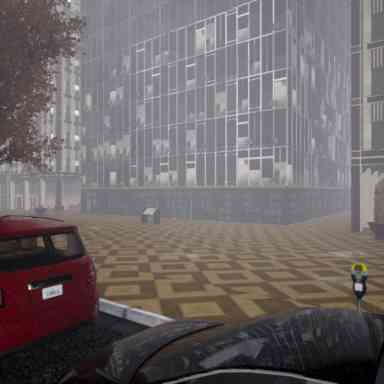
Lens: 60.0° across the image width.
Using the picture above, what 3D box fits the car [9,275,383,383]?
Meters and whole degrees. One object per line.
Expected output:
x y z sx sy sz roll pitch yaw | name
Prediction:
0.827 1.566 2.287 4.313 1.339 1.947 0 0 36 | car

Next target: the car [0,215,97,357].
-3.665 1.315 5.501 5.009 1.841 2.192 0 0 36 | car
